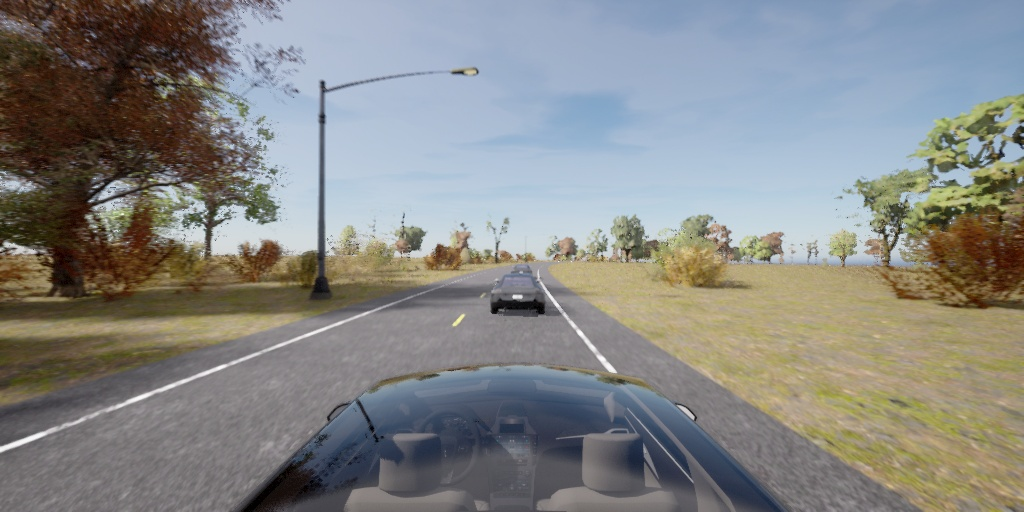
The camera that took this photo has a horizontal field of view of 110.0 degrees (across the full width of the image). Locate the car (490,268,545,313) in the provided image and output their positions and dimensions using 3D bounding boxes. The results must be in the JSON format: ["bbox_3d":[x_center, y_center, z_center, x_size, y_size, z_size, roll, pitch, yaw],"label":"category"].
[{"bbox_3d":[0.235,1.366,14.266,1.994,1.385,4.181,0,0,1],"label":"car"}]

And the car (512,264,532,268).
[{"bbox_3d":[0.979,1.449,34.574,1.994,1.385,4.181,0,0,3],"label":"car"}]
